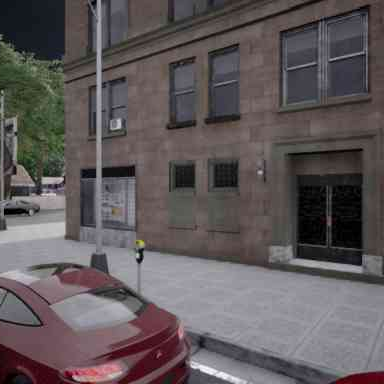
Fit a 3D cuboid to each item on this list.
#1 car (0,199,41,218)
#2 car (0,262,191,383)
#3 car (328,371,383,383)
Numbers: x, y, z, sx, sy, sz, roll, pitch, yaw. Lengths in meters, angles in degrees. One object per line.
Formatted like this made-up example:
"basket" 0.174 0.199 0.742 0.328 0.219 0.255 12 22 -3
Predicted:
"car" -15.564 1.398 28.566 2.128 1.511 4.902 0 0 34
"car" -1.949 1.582 4.205 4.206 1.307 1.802 0 0 36
"car" 2.539 1.545 0.995 4.507 1.381 1.887 0 0 36
